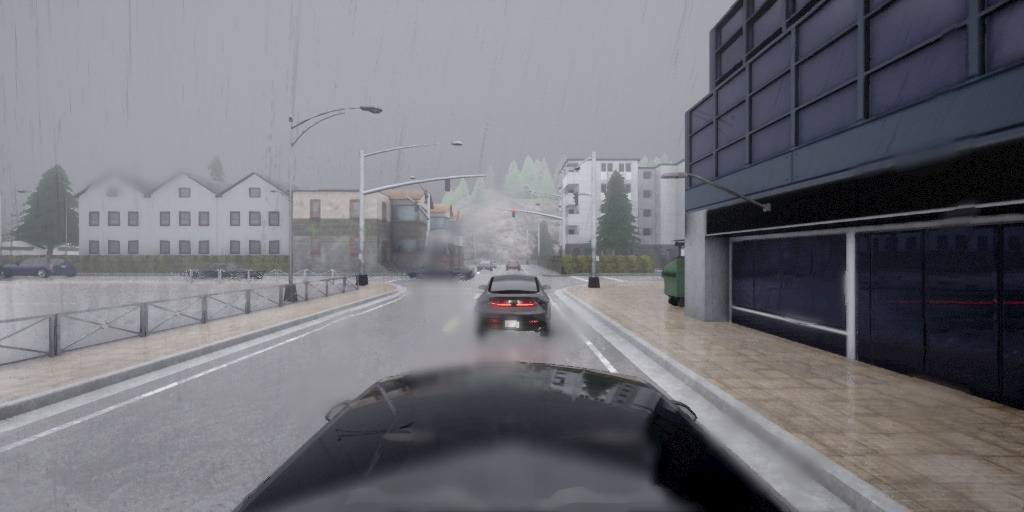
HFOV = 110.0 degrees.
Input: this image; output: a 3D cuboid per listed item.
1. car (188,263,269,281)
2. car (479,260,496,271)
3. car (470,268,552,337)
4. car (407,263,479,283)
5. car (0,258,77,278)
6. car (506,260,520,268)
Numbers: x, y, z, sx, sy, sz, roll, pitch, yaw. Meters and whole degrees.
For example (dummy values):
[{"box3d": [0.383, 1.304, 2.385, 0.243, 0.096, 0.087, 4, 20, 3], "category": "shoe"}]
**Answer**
[{"box3d": [-20.773, 1.174, 26.423, 4.718, 1.301, 1.895, 0, 0, 0], "category": "car"}, {"box3d": [-3.520, 1.276, 47.660, 1.812, 1.442, 4.674, 0, 0, 0], "category": "car"}, {"box3d": [0.069, 1.255, 10.258, 1.837, 1.490, 4.892, 0, 0, 1], "category": "car"}, {"box3d": [-5.086, 1.230, 26.356, 4.718, 1.301, 1.895, 1, 0, 0], "category": "car"}, {"box3d": [-39.834, 0.926, 30.204, 4.553, 1.767, 2.097, 0, 0, 0], "category": "car"}, {"box3d": [0.176, 1.314, 53.121, 1.994, 1.385, 4.181, 0, 0, 0], "category": "car"}]
